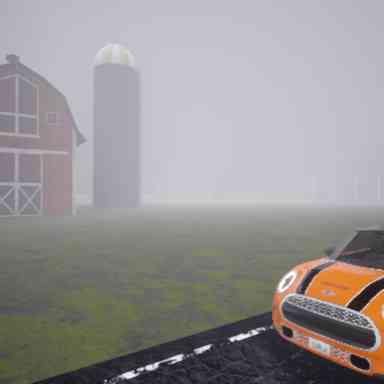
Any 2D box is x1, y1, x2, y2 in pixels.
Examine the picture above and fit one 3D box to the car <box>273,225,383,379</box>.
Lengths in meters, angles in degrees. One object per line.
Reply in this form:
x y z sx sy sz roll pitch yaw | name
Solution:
3.444 1.373 5.532 4.553 1.767 2.097 0 0 -36 | car
